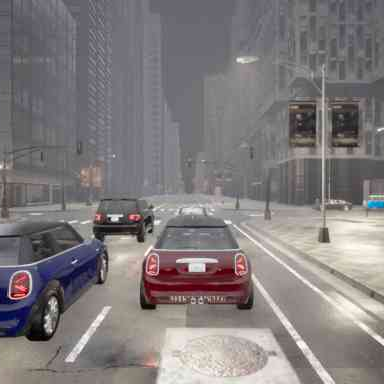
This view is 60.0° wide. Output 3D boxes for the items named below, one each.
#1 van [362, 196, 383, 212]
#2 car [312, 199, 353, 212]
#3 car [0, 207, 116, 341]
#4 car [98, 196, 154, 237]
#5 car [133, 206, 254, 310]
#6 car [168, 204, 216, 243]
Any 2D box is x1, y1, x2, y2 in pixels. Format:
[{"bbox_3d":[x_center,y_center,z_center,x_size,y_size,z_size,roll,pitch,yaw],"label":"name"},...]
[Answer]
[{"bbox_3d":[21.423,1.292,37.565,3.998,1.788,1.690,0,0,0],"label":"van"},{"bbox_3d":[15.805,1.513,37.579,4.403,1.369,2.008,0,0,0],"label":"car"},{"bbox_3d":[-3.163,1.352,6.660,2.097,1.767,4.553,0,0,0],"label":"car"},{"bbox_3d":[-3.181,1.222,16.372,2.150,2.045,5.566,0,0,0],"label":"car"},{"bbox_3d":[0.085,1.352,7.979,2.097,1.767,4.553,0,0,0],"label":"car"},{"bbox_3d":[0.057,1.491,17.166,2.128,1.511,4.902,0,0,2],"label":"car"}]
